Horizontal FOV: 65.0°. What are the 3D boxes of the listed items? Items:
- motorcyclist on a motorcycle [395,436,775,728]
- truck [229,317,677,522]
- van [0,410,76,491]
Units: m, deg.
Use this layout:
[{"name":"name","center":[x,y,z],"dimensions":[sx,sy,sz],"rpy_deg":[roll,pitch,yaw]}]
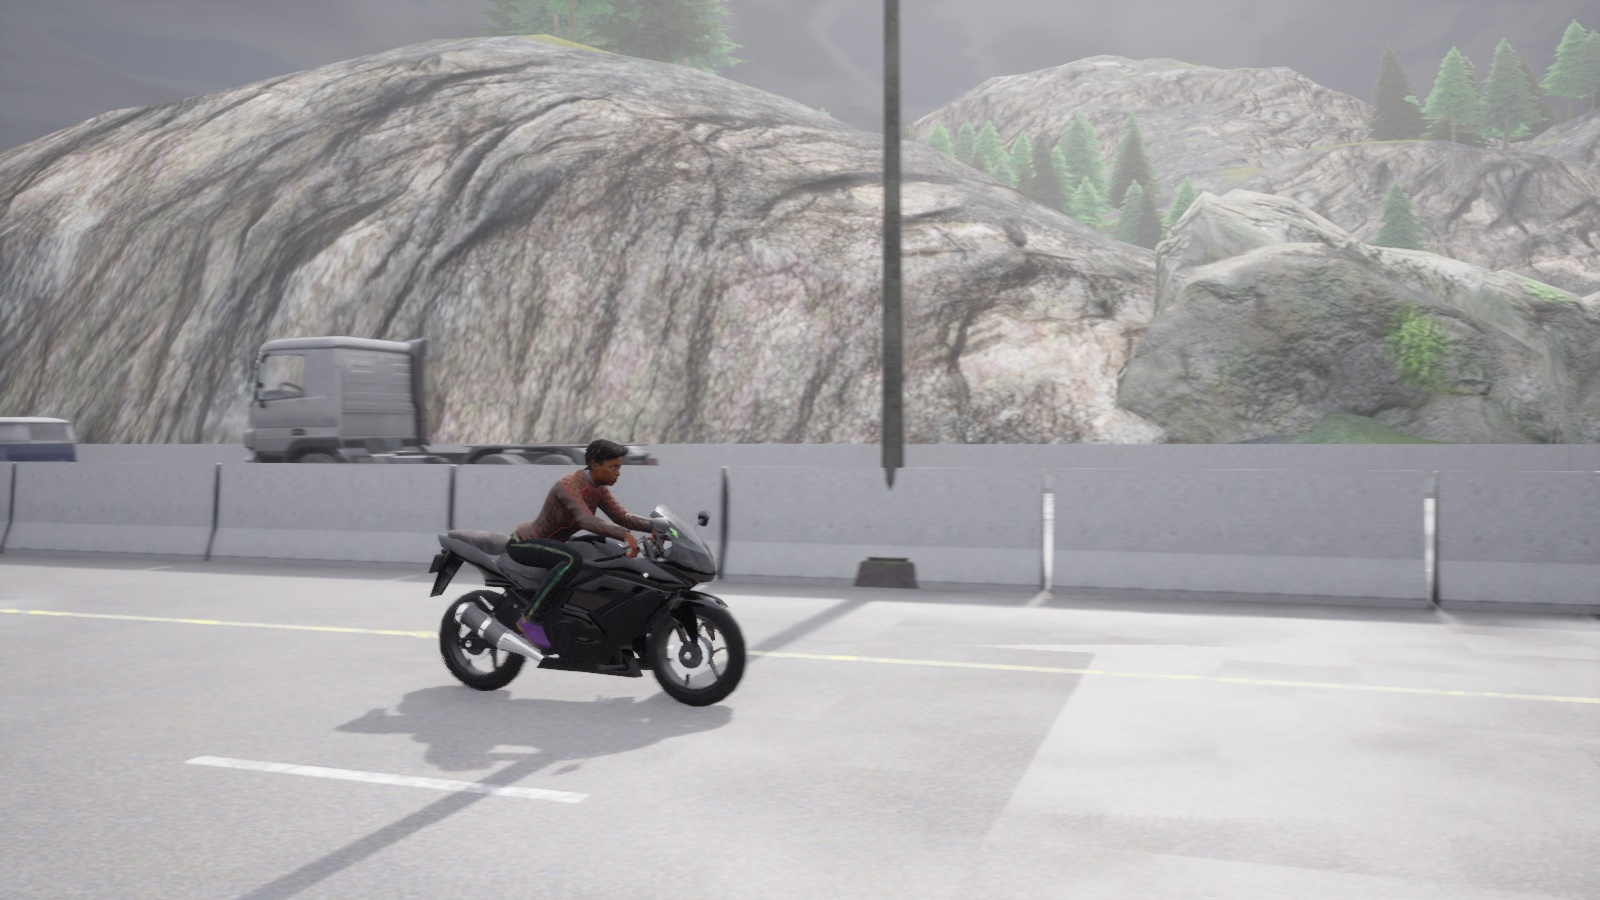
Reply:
[{"name":"motorcyclist on a motorcycle","center":[-1.244,0.687,7.304],"dimensions":[2.044,1.523,0.797],"rpy_deg":[1,1,19]},{"name":"truck","center":[-6.570,-0.562,23.851],"dimensions":[7.936,3.462,2.891],"rpy_deg":[1,1,19]},{"name":"van","center":[-21.177,-0.021,32.469],"dimensions":[4.442,1.987,1.775],"rpy_deg":[1,1,19]}]
